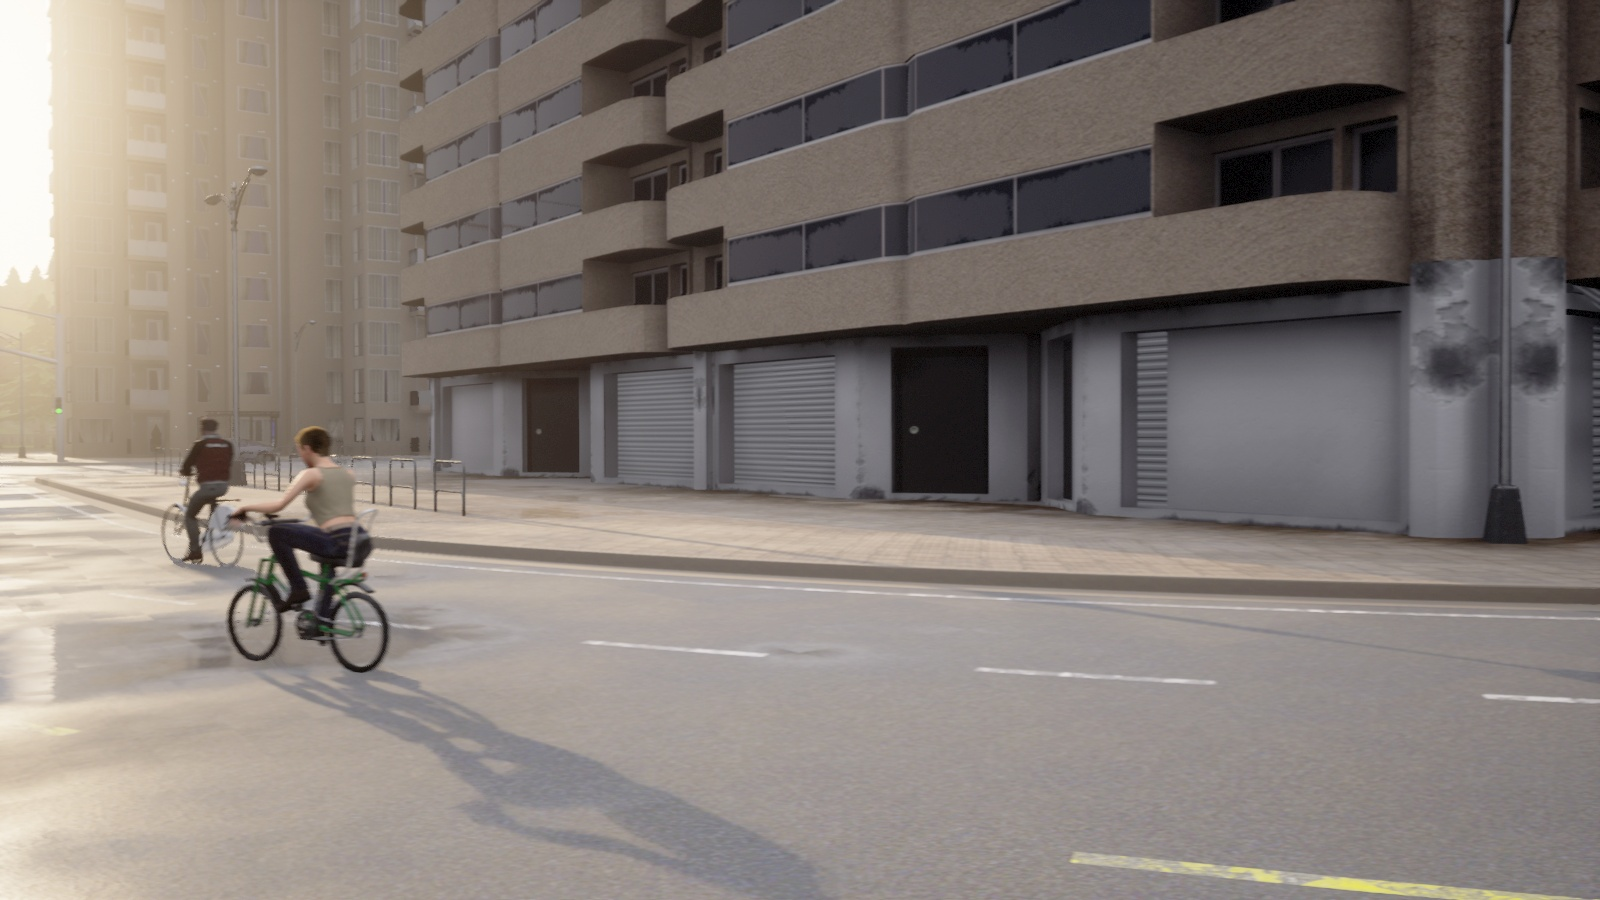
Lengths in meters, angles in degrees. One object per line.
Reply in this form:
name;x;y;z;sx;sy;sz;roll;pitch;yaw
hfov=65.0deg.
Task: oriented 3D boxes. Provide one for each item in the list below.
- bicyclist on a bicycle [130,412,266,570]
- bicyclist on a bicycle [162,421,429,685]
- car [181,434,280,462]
bicyclist on a bicycle;-7.160;0.444;14.894;1.843;1.776;0.659;1;1;36
bicyclist on a bicycle;-3.370;0.623;8.395;1.509;1.612;0.866;1;0;26
car;-28.623;-0.124;63.181;4.181;1.385;1.994;0;1;-37
